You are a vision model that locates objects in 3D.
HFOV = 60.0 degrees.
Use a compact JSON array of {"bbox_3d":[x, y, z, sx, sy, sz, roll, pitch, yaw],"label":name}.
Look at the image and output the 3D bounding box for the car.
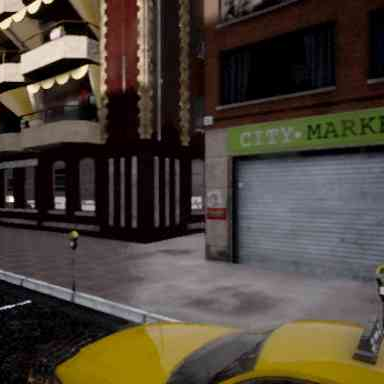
[{"bbox_3d":[0.894,1.525,2.238,4.829,1.417,1.752,0,0,36],"label":"car"}]
